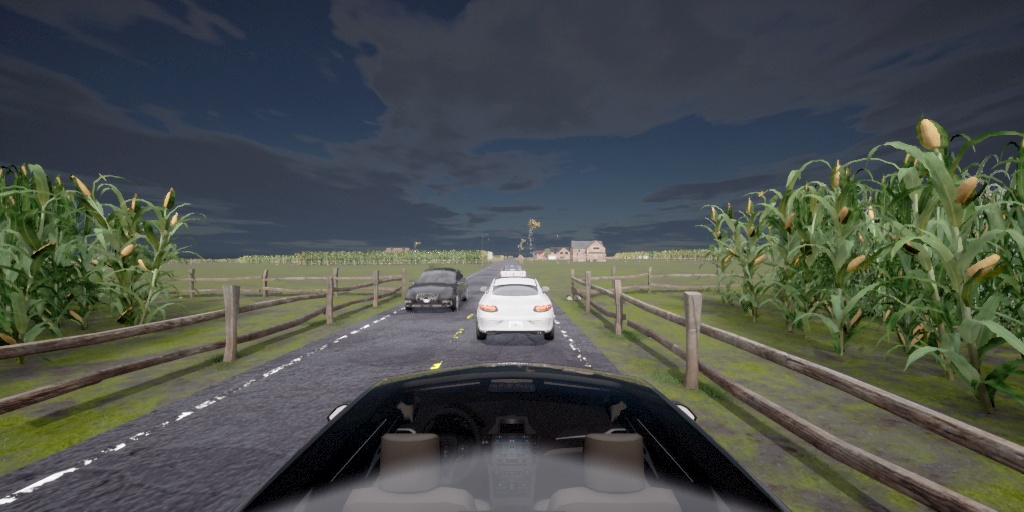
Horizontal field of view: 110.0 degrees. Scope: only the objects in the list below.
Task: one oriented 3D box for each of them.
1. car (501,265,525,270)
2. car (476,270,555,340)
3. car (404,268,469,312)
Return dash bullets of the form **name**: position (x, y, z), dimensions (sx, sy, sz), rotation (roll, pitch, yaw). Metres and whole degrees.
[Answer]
- **car**: position (0.074, 1.369, 28.335), dimensions (1.895, 1.301, 4.718), rotation (0, 0, -1)
- **car**: position (0.079, 1.279, 9.865), dimensions (1.812, 1.442, 4.674), rotation (0, 0, 0)
- **car**: position (-2.864, 1.260, 14.439), dimensions (1.837, 1.490, 4.892), rotation (0, 0, 0)
